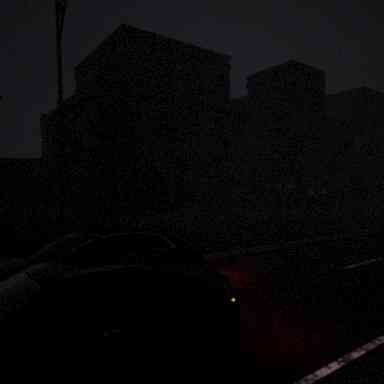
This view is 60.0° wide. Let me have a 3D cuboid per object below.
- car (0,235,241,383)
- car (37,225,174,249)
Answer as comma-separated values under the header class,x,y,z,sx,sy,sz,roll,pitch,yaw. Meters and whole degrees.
class,x,y,z,sx,sy,sz,roll,pitch,yaw
car,-1.485,1.522,3.754,4.674,1.442,1.812,0,0,-36
car,-1.985,1.494,6.840,4.892,1.490,1.837,0,0,-36
